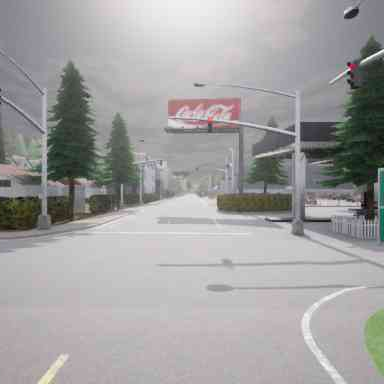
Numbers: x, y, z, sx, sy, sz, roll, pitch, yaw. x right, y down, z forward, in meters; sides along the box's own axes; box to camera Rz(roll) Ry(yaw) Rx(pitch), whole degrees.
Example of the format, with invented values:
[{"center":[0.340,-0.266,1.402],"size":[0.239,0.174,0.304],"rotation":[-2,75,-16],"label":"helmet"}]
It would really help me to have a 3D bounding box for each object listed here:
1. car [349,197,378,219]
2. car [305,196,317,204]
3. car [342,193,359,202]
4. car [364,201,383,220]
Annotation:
[{"center":[14.378,1.505,24.915],"size":[3.866,1.878,1.905],"rotation":[0,0,0],"label":"car"},{"center":[22.529,1.553,63.979],"size":[1.970,1.475,3.806],"rotation":[0,0,0],"label":"car"},{"center":[34.936,1.490,71.765],"size":[2.007,1.523,4.514],"rotation":[0,0,0],"label":"car"},{"center":[18.707,1.672,30.583],"size":[4.611,1.667,2.242],"rotation":[0,0,0],"label":"car"}]
